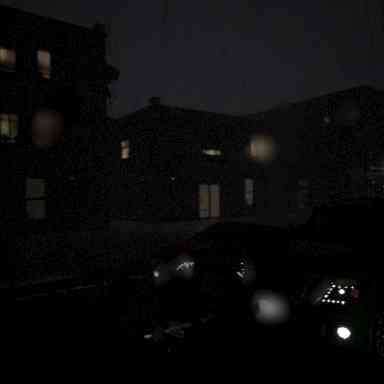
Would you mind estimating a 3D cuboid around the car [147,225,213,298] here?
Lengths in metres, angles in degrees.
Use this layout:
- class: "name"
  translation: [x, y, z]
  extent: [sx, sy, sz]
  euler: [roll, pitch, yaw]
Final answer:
- class: "car"
  translation: [1.132, 1.454, 8.495]
  extent: [4.674, 1.442, 1.812]
  euler: [-1, 1, -36]

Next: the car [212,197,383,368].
- class: "car"
  translation: [3.256, 1.146, 6.019]
  extent: [5.566, 2.045, 2.150]
  euler: [-1, 0, -36]
